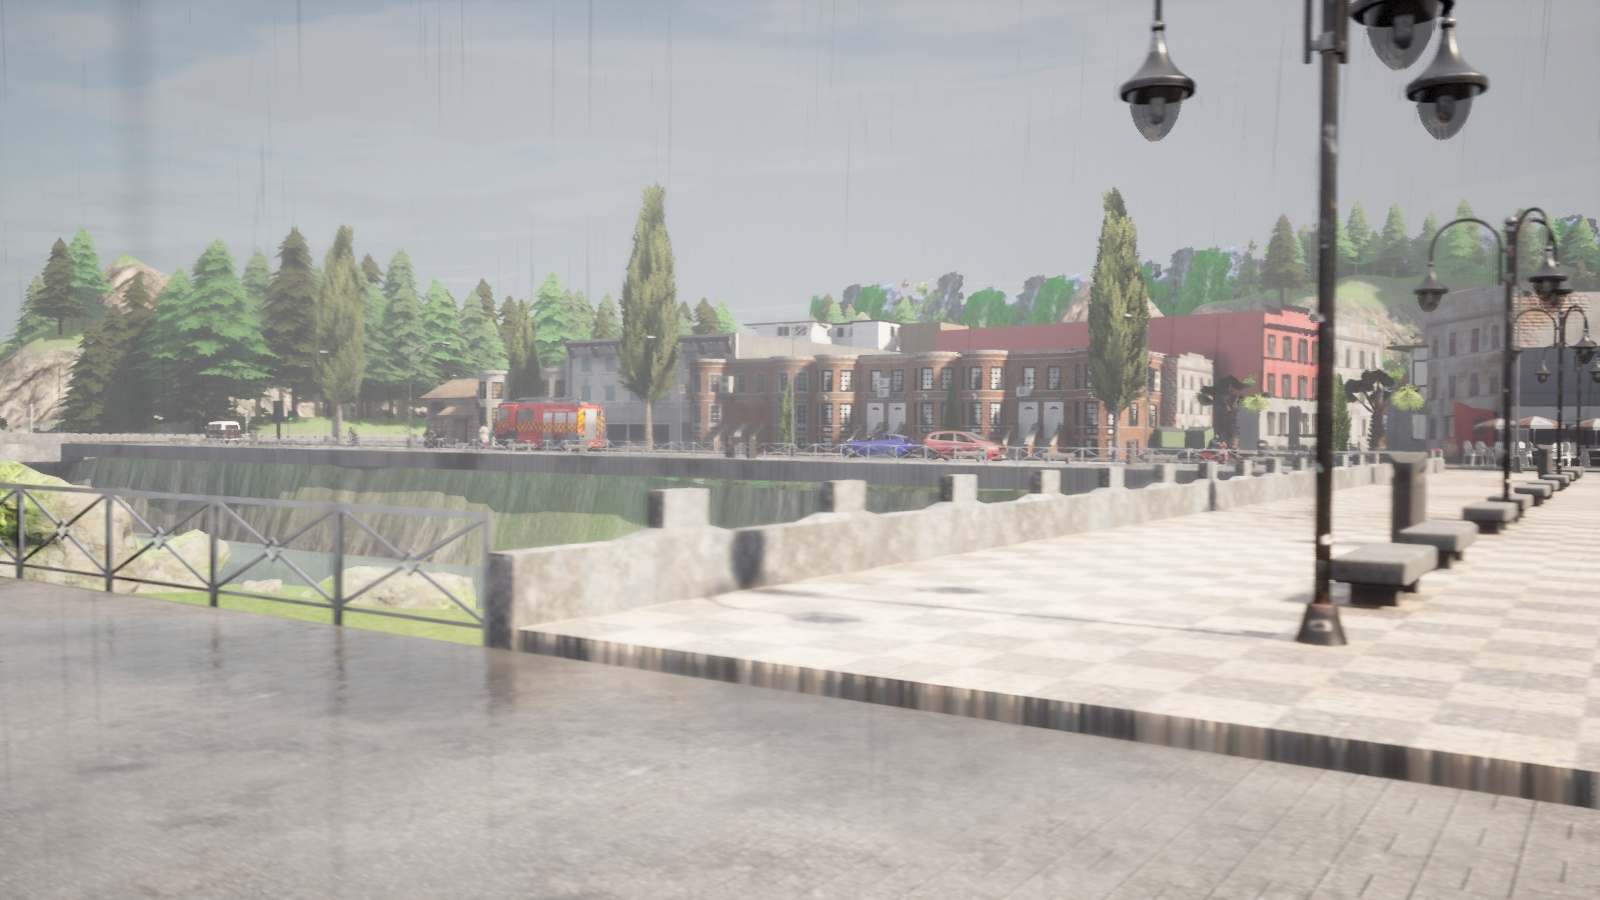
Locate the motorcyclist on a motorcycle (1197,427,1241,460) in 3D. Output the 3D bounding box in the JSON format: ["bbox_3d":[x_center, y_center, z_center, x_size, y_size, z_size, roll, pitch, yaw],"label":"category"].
[{"bbox_3d":[20.076,-0.318,60.121,1.817,1.590,0.866,0,1,34],"label":"motorcyclist on a motorcycle"}]

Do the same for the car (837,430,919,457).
[{"bbox_3d":[4.651,-0.390,75.162,4.514,1.525,2.007,0,1,34],"label":"car"}]

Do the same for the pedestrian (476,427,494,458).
[{"bbox_3d":[-19.739,-0.454,78.702,0.873,1.952,0.659,0,1,38],"label":"pedestrian"}]

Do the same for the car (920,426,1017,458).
[{"bbox_3d":[9.036,-0.427,67.449,4.611,1.667,2.242,0,1,34],"label":"car"}]

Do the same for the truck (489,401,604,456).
[{"bbox_3d":[-18.276,-1.501,90.363,8.468,3.827,2.891,0,1,34],"label":"truck"}]
